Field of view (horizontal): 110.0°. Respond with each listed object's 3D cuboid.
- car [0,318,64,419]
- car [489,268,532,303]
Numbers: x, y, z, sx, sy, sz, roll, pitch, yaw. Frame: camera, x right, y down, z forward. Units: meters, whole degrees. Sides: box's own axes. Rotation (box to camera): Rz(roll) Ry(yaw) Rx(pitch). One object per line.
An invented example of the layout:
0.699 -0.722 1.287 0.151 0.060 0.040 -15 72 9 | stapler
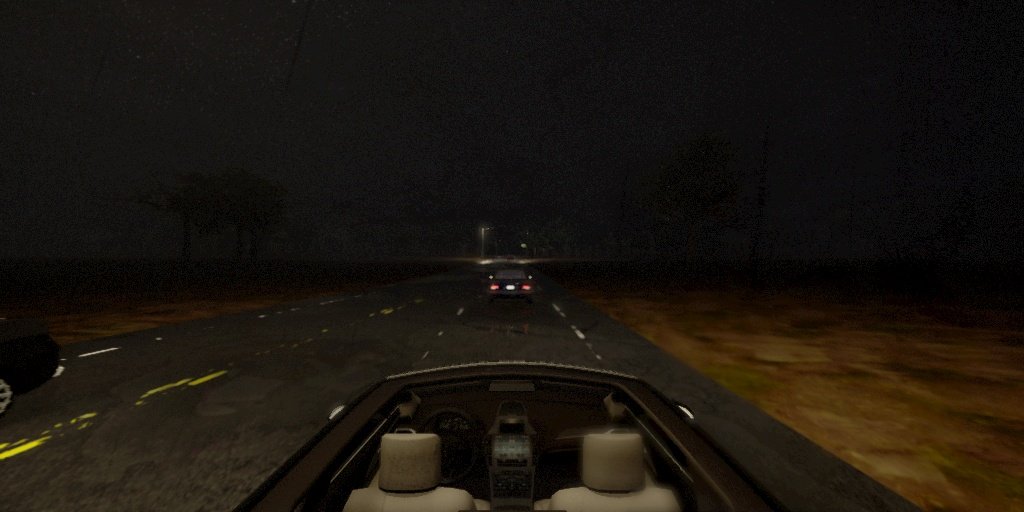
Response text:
-6.823 1.228 2.538 2.128 1.511 4.902 0 0 2 | car
-0.065 1.245 16.282 2.033 1.411 5.357 0 0 0 | car
